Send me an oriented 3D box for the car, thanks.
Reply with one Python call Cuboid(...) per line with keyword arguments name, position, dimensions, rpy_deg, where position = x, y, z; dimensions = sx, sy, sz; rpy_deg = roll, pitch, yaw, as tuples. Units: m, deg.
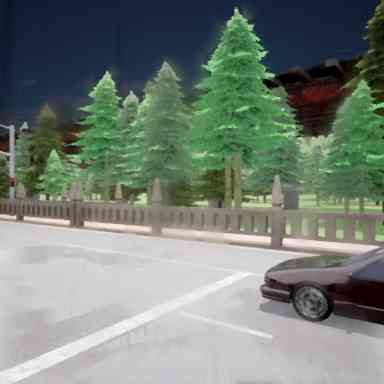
Cuboid(name="car", position=(3.905, 1.548, 5.486), dimensions=(5.357, 1.411, 2.033), rpy_deg=(0, 0, 36))
